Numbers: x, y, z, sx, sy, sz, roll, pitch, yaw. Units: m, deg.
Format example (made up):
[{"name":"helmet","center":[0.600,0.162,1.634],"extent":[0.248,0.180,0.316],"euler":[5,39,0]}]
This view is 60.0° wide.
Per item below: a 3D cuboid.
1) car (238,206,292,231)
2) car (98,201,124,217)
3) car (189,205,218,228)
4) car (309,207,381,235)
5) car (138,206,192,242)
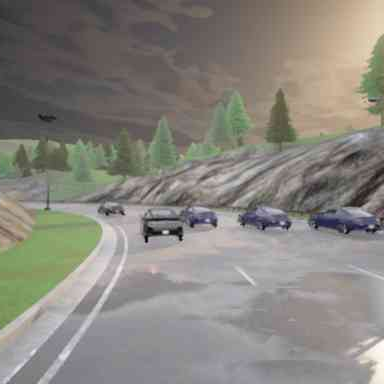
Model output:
[{"name":"car","center":[4.516,1.598,21.017],"extent":[1.812,1.442,4.674],"euler":[0,0,-15]},{"name":"car","center":[-8.215,1.670,33.687],"extent":[1.812,1.442,4.674],"euler":[0,0,-29]},{"name":"car","center":[0.314,1.613,22.959],"extent":[1.812,1.442,4.674],"euler":[0,0,-17]},{"name":"car","center":[8.588,1.583,19.053],"extent":[1.812,1.442,4.674],"euler":[0,0,-12]},{"name":"car","center":[-1.654,1.560,16.920],"extent":[2.128,1.511,4.902],"euler":[0,0,-12]}]
